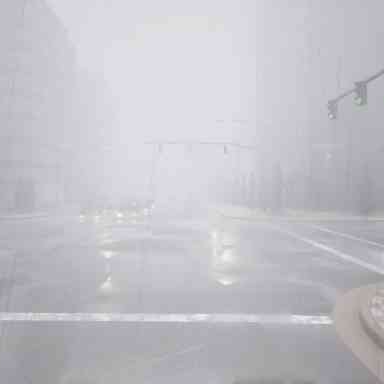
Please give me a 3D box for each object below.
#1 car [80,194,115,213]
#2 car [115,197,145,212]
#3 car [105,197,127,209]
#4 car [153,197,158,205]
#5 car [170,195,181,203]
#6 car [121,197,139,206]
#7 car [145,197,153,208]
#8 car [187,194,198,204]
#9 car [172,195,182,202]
[{"bbox_3d":[-10.546,1.221,36.736,2.150,2.045,5.566,0,0,0],"label":"car"},{"bbox_3d":[-7.045,1.352,38.080,2.097,1.767,4.553,0,0,0],"label":"car"},{"bbox_3d":[-10.531,1.477,46.438,1.882,1.535,5.008,0,0,0],"label":"car"},{"bbox_3d":[-7.001,1.564,56.943,1.994,1.385,4.181,0,0,0],"label":"car"},{"bbox_3d":[-3.404,1.505,66.674,1.837,1.490,4.892,0,0,0],"label":"car"},{"bbox_3d":[-10.501,1.547,56.771,2.033,1.411,5.357,0,0,0],"label":"car"},{"bbox_3d":[-7.027,1.526,47.064,1.812,1.442,4.674,0,0,0],"label":"car"},{"bbox_3d":[0.096,1.547,66.100,2.033,1.411,5.357,0,0,0],"label":"car"},{"bbox_3d":[-3.390,1.494,76.002,2.128,1.511,4.902,0,0,0],"label":"car"}]
